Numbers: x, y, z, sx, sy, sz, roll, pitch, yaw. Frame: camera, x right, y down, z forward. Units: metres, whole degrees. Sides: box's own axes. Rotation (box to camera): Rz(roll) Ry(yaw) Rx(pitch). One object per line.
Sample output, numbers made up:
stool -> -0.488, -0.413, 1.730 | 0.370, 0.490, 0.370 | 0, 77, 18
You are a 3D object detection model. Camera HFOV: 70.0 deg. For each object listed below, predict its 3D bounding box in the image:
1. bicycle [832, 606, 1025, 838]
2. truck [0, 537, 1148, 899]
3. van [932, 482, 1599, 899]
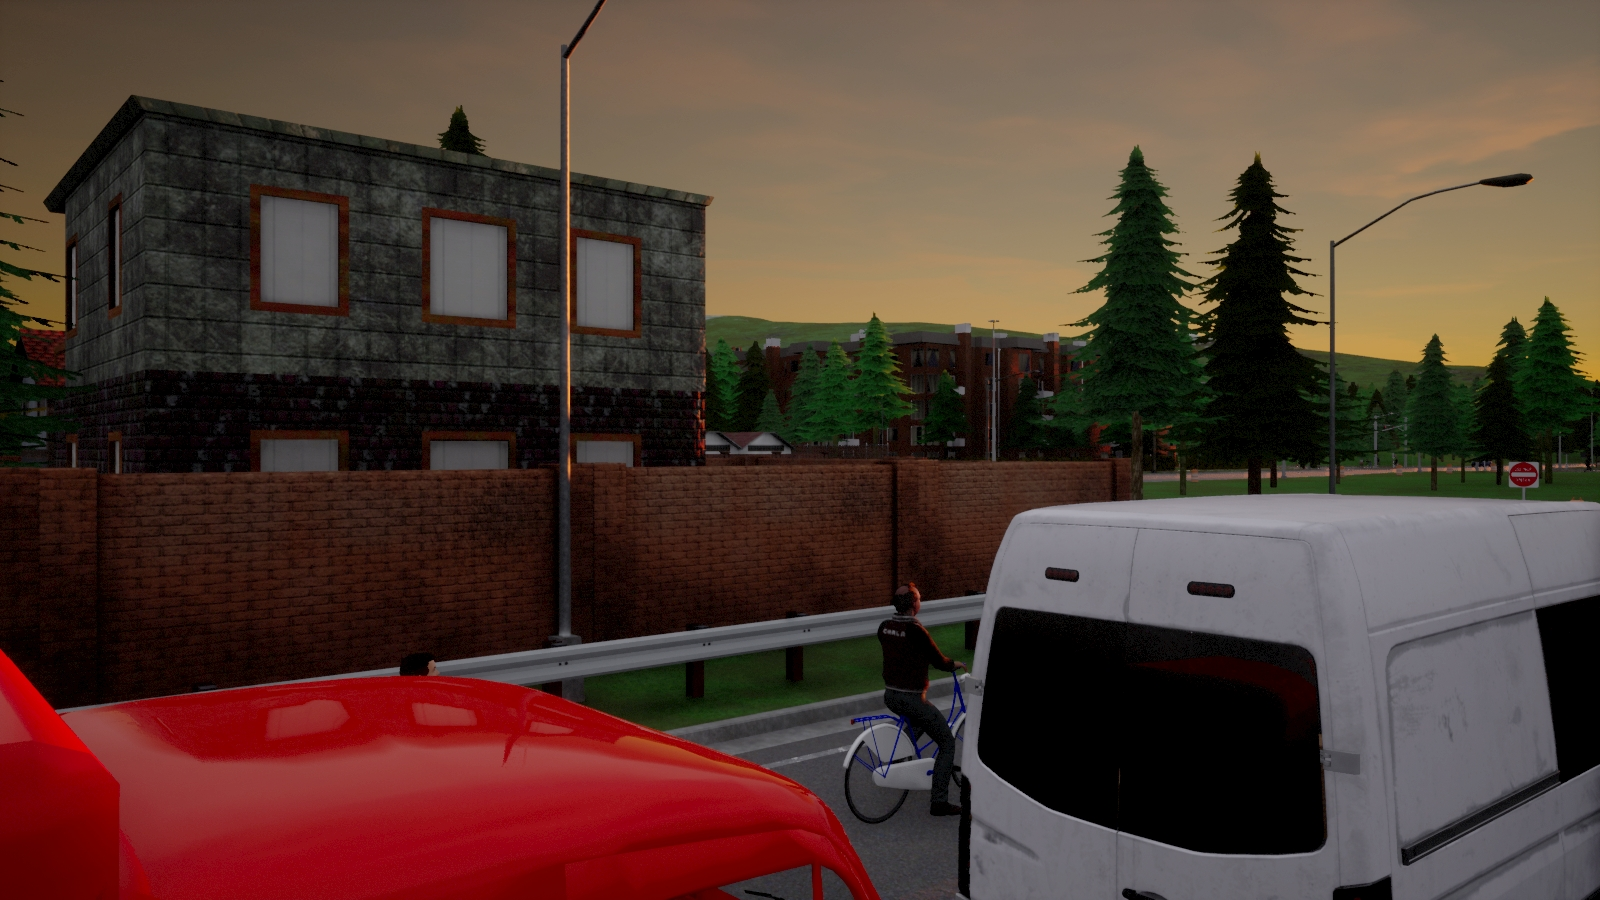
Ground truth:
bicycle -> 1.045, 2.060, 8.955 | 1.835, 1.471, 0.329 | 0, 0, -40
truck -> -2.109, 1.568, 1.686 | 5.204, 2.467, 2.627 | 0, 0, -40
van -> 3.509, 1.534, 6.458 | 5.915, 2.561, 1.988 | 0, 0, -40
